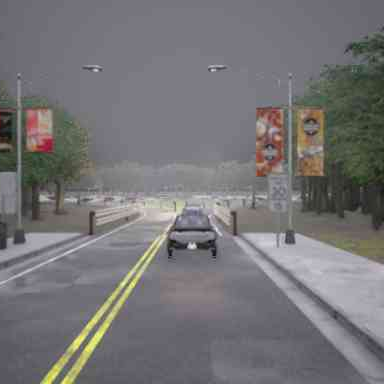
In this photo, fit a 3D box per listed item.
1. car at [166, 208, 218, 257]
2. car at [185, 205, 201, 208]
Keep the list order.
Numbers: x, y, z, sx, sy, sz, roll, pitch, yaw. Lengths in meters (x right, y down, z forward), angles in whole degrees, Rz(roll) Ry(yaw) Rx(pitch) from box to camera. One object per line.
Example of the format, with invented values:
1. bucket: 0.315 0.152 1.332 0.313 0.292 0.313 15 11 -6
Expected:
1. car: 0.020 1.628 13.502 2.128 1.511 4.902 0 0 0
2. car: 0.086 1.813 28.894 1.812 1.442 4.674 0 0 2
